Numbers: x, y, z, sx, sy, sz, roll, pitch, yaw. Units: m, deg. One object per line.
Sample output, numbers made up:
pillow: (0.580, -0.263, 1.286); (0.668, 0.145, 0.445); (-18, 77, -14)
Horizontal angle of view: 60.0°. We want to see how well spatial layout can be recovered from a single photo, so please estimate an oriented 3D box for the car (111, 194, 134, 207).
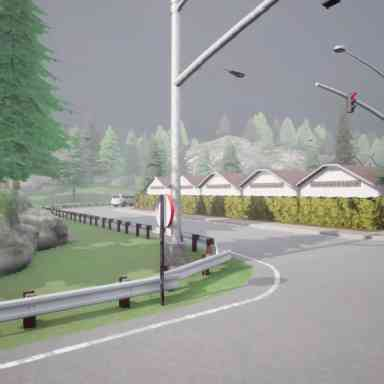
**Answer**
car: (-10.501, 1.398, 53.881); (2.150, 2.045, 5.566); (0, 0, 36)
